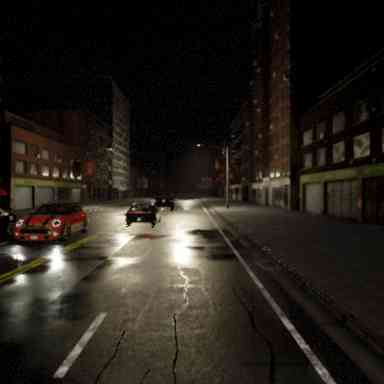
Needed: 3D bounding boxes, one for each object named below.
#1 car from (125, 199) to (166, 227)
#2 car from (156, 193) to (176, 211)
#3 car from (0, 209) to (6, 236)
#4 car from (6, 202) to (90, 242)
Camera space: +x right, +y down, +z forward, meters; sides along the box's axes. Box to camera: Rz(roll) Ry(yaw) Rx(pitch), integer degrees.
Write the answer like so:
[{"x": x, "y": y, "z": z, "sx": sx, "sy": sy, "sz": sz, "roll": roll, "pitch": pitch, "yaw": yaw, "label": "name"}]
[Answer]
[{"x": -3.169, "y": 1.446, "z": 22.213, "sx": 2.128, "sy": 1.511, "sz": 4.902, "roll": 0, "pitch": 0, "yaw": 0, "label": "car"}, {"x": -3.191, "y": 1.148, "z": 40.027, "sx": 2.150, "sy": 2.045, "sz": 5.566, "roll": 0, "pitch": 0, "yaw": 0, "label": "car"}, {"x": -9.863, "y": 1.466, "z": 15.129, "sx": 2.128, "sy": 1.511, "sz": 4.902, "roll": 0, "pitch": 0, "yaw": 0, "label": "car"}, {"x": -6.612, "y": 1.322, "z": 16.166, "sx": 2.097, "sy": 1.767, "sz": 4.553, "roll": 0, "pitch": 0, "yaw": 0, "label": "car"}]
